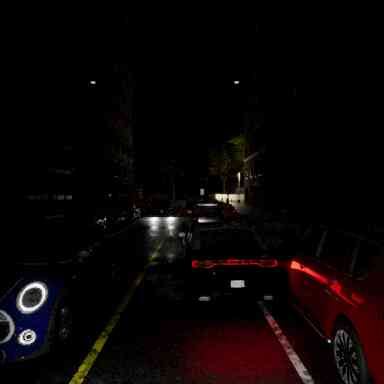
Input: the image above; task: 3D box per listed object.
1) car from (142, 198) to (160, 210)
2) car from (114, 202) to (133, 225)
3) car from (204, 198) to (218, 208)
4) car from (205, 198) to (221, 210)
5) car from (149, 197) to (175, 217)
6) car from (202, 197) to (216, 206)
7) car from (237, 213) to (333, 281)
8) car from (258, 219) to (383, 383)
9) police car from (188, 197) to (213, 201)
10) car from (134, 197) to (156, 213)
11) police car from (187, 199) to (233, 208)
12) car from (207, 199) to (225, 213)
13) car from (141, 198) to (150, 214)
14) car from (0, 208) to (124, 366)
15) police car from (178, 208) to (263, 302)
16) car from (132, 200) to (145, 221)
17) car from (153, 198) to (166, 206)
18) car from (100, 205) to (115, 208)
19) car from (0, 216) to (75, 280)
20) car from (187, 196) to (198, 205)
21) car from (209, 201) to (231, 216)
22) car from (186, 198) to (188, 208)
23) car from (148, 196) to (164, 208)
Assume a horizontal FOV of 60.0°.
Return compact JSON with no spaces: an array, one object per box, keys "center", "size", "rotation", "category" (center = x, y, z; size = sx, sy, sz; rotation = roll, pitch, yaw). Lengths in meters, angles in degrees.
[{"center":[-5.292,1.535,43.509],"size":[1.752,1.417,4.829],"rotation":[0,0,0],"category":"car"},{"center":[-5.341,1.545,21.605],"size":[1.887,1.381,4.507],"rotation":[0,0,0],"category":"car"},{"center":[2.747,1.596,49.182],"size":[1.802,1.307,4.206],"rotation":[0,0,0],"category":"car"},{"center":[2.734,1.554,43.664],"size":[1.887,1.381,4.507],"rotation":[0,0,0],"category":"car"},{"center":[-2.678,1.506,31.833],"size":[1.837,1.490,4.892],"rotation":[0,0,0],"category":"car"},{"center":[2.759,1.584,54.700],"size":[1.947,1.339,4.313],"rotation":[0,0,0],"category":"car"},{"center":[2.655,1.525,10.723],"size":[1.752,1.417,4.829],"rotation":[0,0,0],"category":"car"},{"center":[2.646,1.315,5.036],"size":[2.192,1.841,5.009],"rotation":[0,0,0],"category":"car"},{"center":[0.878,1.426,24.518],"size":[1.930,1.638,5.238],"rotation":[0,0,0],"category":"police car"},{"center":[-5.304,1.446,38.161],"size":[1.967,1.590,4.097],"rotation":[0,0,0],"category":"car"},{"center":[0.864,1.425,18.518],"size":[1.930,1.638,5.238],"rotation":[0,0,0],"category":"police car"},{"center":[2.722,1.531,38.316],"size":[1.752,1.417,4.829],"rotation":[0,0,0],"category":"car"},{"center":[-5.316,1.553,32.642],"size":[2.008,1.369,4.403],"rotation":[0,0,0],"category":"car"},{"center":[-2.837,1.352,6.160],"size":[2.097,1.767,4.553],"rotation":[0,0,0],"category":"car"},{"center":[0.693,1.425,8.482],"size":[1.930,1.638,5.238],"rotation":[0,0,-3],"category":"police car"},{"center":[-5.328,1.567,27.124],"size":[1.947,1.339,4.313],"rotation":[0,0,0],"category":"car"},{"center":[-5.266,1.600,54.717],"size":[1.802,1.307,4.206],"rotation":[0,0,0],"category":"car"},{"center":[-5.354,1.551,16.086],"size":[2.008,1.369,4.403],"rotation":[0,0,0],"category":"car"},{"center":[-5.366,1.582,10.567],"size":[1.802,1.307,4.206],"rotation":[0,0,0],"category":"car"},{"center":[0.134,1.548,59.779],"size":[1.812,1.442,4.674],"rotation":[0,0,0],"category":"car"},{"center":[2.709,1.584,32.627],"size":[1.802,1.307,4.206],"rotation":[0,0,0],"category":"car"},{"center":[0.105,1.612,45.620],"size":[1.895,1.301,4.718],"rotation":[0,0,0],"category":"car"},{"center":[-5.279,1.454,49.198],"size":[1.967,1.590,4.097],"rotation":[0,0,0],"category":"car"}]
